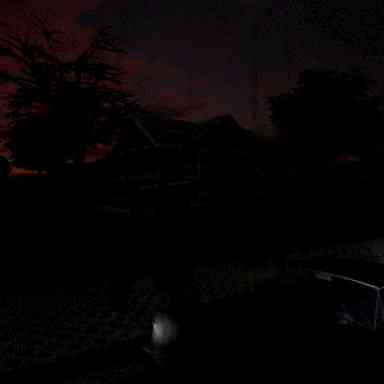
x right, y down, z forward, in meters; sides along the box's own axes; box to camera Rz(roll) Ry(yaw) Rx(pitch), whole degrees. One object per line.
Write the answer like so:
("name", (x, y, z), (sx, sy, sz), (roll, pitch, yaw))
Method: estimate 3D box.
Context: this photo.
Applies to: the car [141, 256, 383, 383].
("car", (1.782, 1.641, 4.341), (4.718, 1.301, 1.895), (1, 0, -35))
